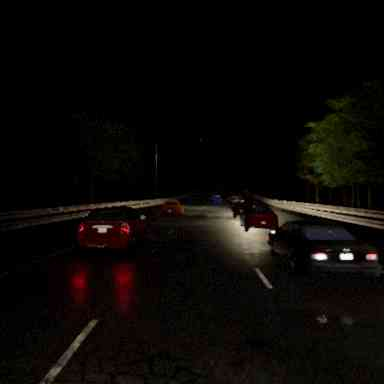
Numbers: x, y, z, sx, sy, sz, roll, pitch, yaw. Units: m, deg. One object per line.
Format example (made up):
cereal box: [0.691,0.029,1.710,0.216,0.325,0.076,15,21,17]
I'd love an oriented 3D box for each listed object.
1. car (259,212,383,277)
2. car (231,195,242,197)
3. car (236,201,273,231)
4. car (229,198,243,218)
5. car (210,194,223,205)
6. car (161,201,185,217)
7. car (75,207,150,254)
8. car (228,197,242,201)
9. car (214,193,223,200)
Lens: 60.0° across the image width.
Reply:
car: [3.657,1.568,10.242,2.033,1.411,5.357,0,0,2]
car: [7.052,1.476,53.435,2.150,2.045,5.566,0,0,6]
car: [4.110,1.566,20.998,1.882,1.535,5.008,0,0,3]
car: [4.851,1.634,31.738,1.882,1.535,5.008,0,0,5]
car: [4.496,1.662,63.413,1.882,1.535,5.008,0,1,6]
car: [-1.869,1.639,33.698,1.882,1.535,5.008,0,0,5]
car: [-3.083,1.388,13.850,2.097,1.767,4.553,0,0,2]
car: [5.879,1.717,42.474,2.128,1.511,4.902,0,0,6]
car: [6.525,1.180,82.081,2.128,1.511,4.902,0,2,6]
